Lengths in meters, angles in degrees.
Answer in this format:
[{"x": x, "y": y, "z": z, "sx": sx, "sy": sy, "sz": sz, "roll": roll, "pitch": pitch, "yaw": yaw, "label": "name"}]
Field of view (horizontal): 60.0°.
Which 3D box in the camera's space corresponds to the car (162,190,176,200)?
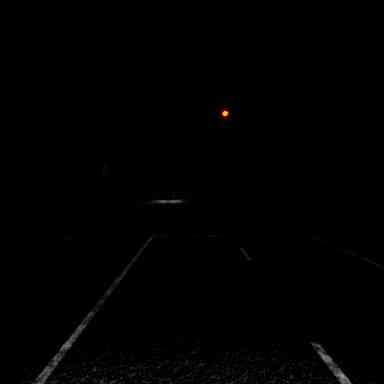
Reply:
[{"x": -3.494, "y": 0.454, "z": 51.375, "sx": 1.882, "sy": 1.535, "sz": 5.008, "roll": 0, "pitch": 1, "yaw": 0, "label": "car"}]
